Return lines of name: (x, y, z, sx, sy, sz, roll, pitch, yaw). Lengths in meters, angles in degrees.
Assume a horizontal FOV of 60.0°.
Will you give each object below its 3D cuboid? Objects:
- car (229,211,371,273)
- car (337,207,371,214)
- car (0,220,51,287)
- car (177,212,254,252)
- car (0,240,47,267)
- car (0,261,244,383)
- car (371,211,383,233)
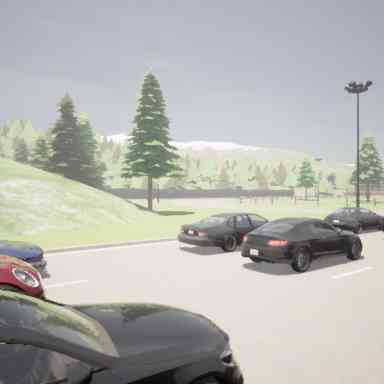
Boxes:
car: (3.608, 1.526, 10.709, 4.674, 1.442, 1.812, 0, 0, -36)
car: (9.471, 1.563, 19.265, 4.181, 1.385, 1.994, 0, 0, -36)
car: (-6.380, 1.547, 7.782, 5.357, 1.411, 2.033, 0, 0, -36)
car: (1.990, 1.547, 13.845, 5.357, 1.411, 2.033, 0, 0, -36)
car: (-4.585, 1.353, 4.759, 4.553, 1.767, 2.097, 0, 0, -36)
car: (-1.698, 1.526, 2.537, 4.674, 1.442, 1.812, 0, 0, -36)
car: (11.117, 1.491, 16.137, 4.902, 1.511, 2.128, 0, 0, -36)
